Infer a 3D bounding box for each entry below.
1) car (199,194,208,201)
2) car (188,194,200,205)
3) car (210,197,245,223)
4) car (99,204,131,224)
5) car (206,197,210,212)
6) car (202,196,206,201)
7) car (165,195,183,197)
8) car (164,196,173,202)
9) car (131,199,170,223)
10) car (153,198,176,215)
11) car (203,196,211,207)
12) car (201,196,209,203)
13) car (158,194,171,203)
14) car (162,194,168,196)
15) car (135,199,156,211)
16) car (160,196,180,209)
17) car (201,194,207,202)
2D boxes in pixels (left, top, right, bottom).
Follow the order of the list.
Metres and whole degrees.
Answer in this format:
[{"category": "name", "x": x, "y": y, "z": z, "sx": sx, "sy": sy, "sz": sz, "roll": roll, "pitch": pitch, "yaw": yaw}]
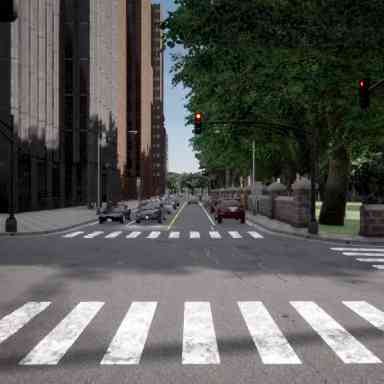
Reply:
[{"category": "car", "x": 2.899, "y": 1.398, "z": 85.222, "sx": 2.192, "sy": 1.841, "sz": 5.009, "roll": 0, "pitch": 0, "yaw": 0}, {"category": "car", "x": 0.192, "y": 1.594, "z": 58.660, "sx": 2.033, "sy": 1.411, "sz": 5.357, "roll": 0, "pitch": 0, "yaw": 1}, {"category": "car", "x": 2.804, "y": 1.325, "z": 25.201, "sx": 2.192, "sy": 1.841, "sz": 5.009, "roll": 0, "pitch": 0, "yaw": 0}, {"category": "car", "x": -5.721, "y": 1.576, "z": 25.205, "sx": 1.947, "sy": 1.339, "sz": 4.313, "roll": 0, "pitch": 0, "yaw": 0}, {"category": "car", "x": 2.821, "y": 1.588, "z": 36.113, "sx": 1.947, "sy": 1.339, "sz": 4.313, "roll": 0, "pitch": 0, "yaw": 0}, {"category": "car", "x": 2.838, "y": 1.585, "z": 47.026, "sx": 2.008, "sy": 1.369, "sz": 4.403, "roll": 0, "pitch": 0, "yaw": 0}, {"category": "car", "x": -2.968, "y": 1.589, "z": 54.076, "sx": 2.033, "sy": 1.411, "sz": 5.357, "roll": 0, "pitch": 0, "yaw": 0}, {"category": "car", "x": -5.635, "y": 1.619, "z": 79.775, "sx": 1.887, "sy": 1.381, "sz": 4.507, "roll": 0, "pitch": 0, "yaw": 0}, {"category": "car", "x": -3.065, "y": 1.516, "z": 25.475, "sx": 1.837, "sy": 1.490, "sz": 4.892, "roll": 0, "pitch": 0, "yaw": 1}, {"category": "car", "x": -3.043, "y": 1.621, "z": 34.731, "sx": 1.895, "sy": 1.301, "sz": 4.718, "roll": 0, "pitch": 0, "yaw": 0}, {"category": "car", "x": 2.830, "y": 1.579, "z": 41.569, "sx": 2.008, "sy": 1.369, "sz": 4.403, "roll": 0, "pitch": 0, "yaw": 0}, {"category": "car", "x": 2.882, "y": 1.592, "z": 74.479, "sx": 1.752, "sy": 1.417, "sz": 4.829, "roll": 0, "pitch": 0, "yaw": 0}, {"category": "car", "x": -5.652, "y": 1.374, "z": 68.861, "sx": 2.192, "sy": 1.841, "sz": 5.009, "roll": 0, "pitch": 0, "yaw": 0}, {"category": "car", "x": -5.661, "y": 1.634, "z": 63.404, "sx": 1.802, "sy": 1.307, "sz": 4.206, "roll": 0, "pitch": 0, "yaw": 0}, {"category": "car", "x": -5.695, "y": 1.579, "z": 41.575, "sx": 2.008, "sy": 1.369, "sz": 4.403, "roll": 0, "pitch": 0, "yaw": 0}, {"category": "car", "x": -3.021, "y": 1.594, "z": 43.932, "sx": 1.994, "sy": 1.385, "sz": 4.181, "roll": 0, "pitch": 0, "yaw": 0}, {"category": "car", "x": 2.847, "y": 1.480, "z": 52.483, "sx": 1.967, "sy": 1.590, "sz": 4.097, "roll": 0, "pitch": 0, "yaw": 0}]
